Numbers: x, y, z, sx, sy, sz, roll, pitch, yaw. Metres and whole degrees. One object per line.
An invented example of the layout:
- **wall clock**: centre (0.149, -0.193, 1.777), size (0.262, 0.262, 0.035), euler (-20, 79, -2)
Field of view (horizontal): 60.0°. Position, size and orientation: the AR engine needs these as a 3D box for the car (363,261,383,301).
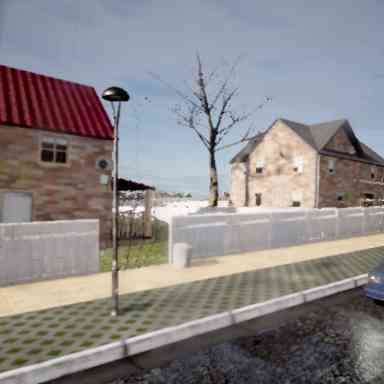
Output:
- **car**: centre (5.952, 1.586, 7.290), size (5.357, 1.411, 2.033), euler (0, 0, -35)
